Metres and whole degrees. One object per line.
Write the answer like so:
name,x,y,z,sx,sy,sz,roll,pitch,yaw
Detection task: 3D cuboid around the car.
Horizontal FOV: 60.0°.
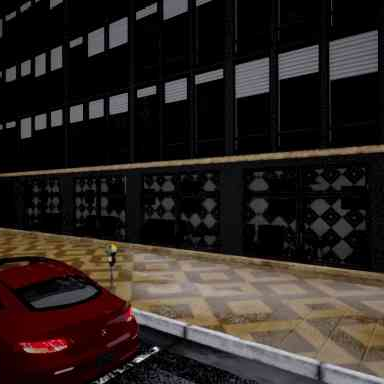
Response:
car,-2.578,1.582,4.665,4.206,1.307,1.802,0,0,35
